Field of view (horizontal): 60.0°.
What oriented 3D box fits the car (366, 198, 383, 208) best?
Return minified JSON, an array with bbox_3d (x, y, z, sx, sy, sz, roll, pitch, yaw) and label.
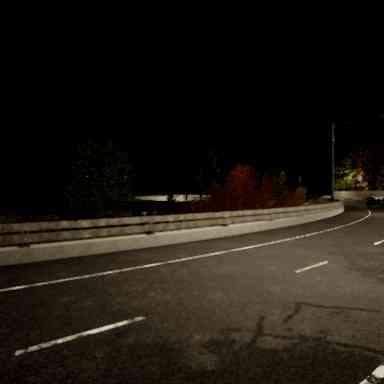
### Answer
[{"bbox_3d":[28.671,1.752,52.291,2.128,1.511,4.902,0,0,19],"label":"car"}]
